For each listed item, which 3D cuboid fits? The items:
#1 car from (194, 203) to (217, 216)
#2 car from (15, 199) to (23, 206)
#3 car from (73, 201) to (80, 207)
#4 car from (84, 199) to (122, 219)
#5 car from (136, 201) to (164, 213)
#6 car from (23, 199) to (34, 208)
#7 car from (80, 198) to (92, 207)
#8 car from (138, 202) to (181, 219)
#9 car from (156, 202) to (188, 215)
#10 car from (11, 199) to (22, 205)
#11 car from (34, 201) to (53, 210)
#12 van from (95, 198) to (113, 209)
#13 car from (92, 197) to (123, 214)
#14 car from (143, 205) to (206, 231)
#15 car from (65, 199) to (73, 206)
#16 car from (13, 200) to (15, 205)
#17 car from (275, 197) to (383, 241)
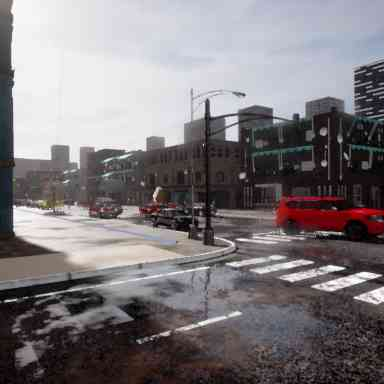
[{"bbox_3d":[0.799,1.810,34.848,2.008,1.369,4.403,-2,0,-35],"label":"car"},{"bbox_3d":[-38.053,2.380,75.152,1.967,1.590,4.097,-1,0,-35],"label":"car"},{"bbox_3d":[-21.611,2.228,66.455,1.887,1.381,4.507,-1,0,-35],"label":"car"},{"bbox_3d":[-9.240,1.847,34.514,1.967,1.590,4.097,-1,0,-35],"label":"car"},{"bbox_3d":[-5.603,1.966,43.878,1.802,1.307,4.206,-1,0,-35],"label":"car"},{"bbox_3d":[-31.648,2.376,66.122,2.008,1.369,4.403,-1,0,-35],"label":"car"},{"bbox_3d":[-18.415,1.940,61.939,2.192,1.841,5.009,-1,0,-35],"label":"car"},{"bbox_3d":[-2.893,1.775,30.056,1.882,1.535,5.008,-1,-1,-35],"label":"car"},{"bbox_3d":[-2.402,1.904,39.364,1.802,1.307,4.206,-2,0,-35],"label":"car"},{"bbox_3d":[-44.454,2.598,84.182,1.887,1.381,4.507,-1,0,-35],"label":"car"},{"bbox_3d":[-25.147,2.233,56.952,1.752,1.417,4.829,-1,0,-35],"label":"car"},{"bbox_3d":[-15.213,1.907,57.424,1.690,1.788,3.998,-1,0,-35],"label":"van"},{"bbox_3d":[-10.017,1.792,40.123,2.097,1.767,4.553,-1,-1,-35],"label":"car"},{"bbox_3d":[-1.310,1.815,23.124,1.947,1.339,4.313,-1,0,-35],"label":"car"},{"bbox_3d":[-28.014,2.364,75.486,1.947,1.339,4.313,-1,0,-35],"label":"car"},{"bbox_3d":[-41.252,2.548,79.668,2.008,1.369,4.403,-1,0,-35],"label":"car"},{"bbox_3d":[6.994,1.270,17.140,2.150,2.045,5.566,0,-2,-44],"label":"car"}]
